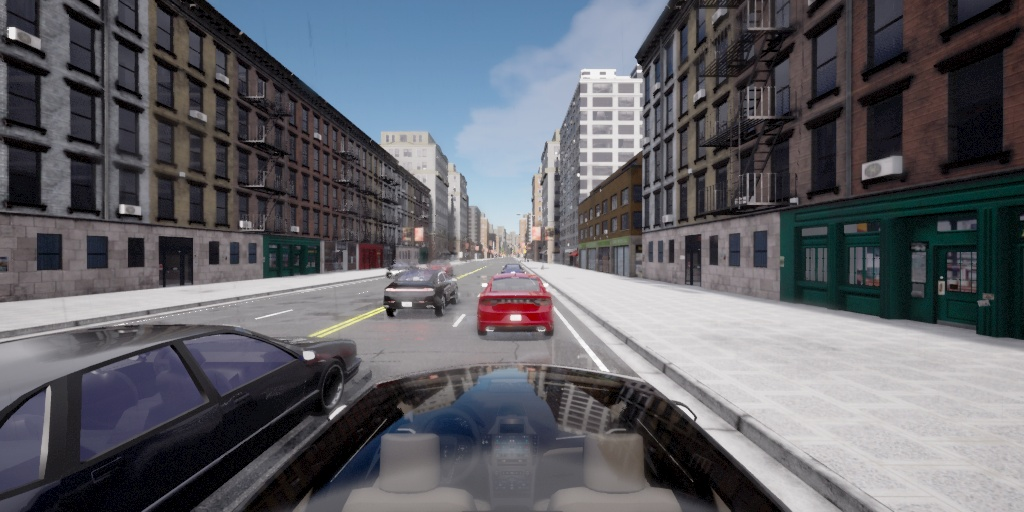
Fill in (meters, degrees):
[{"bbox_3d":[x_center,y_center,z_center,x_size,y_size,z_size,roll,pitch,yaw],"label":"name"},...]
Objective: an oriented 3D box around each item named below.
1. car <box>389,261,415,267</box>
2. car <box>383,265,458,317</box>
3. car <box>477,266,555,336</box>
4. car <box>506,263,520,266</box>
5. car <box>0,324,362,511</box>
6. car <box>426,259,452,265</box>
[{"bbox_3d":[-9.869,1.247,32.446,2.128,1.511,4.902,0,0,0],"label":"car"},{"bbox_3d":[-3.160,1.241,13.216,2.128,1.511,4.902,0,0,0],"label":"car"},{"bbox_3d":[0.093,1.227,10.475,1.882,1.535,5.008,0,0,0],"label":"car"},{"bbox_3d":[0.082,1.319,30.814,1.994,1.385,4.181,0,0,0],"label":"car"},{"bbox_3d":[-3.145,1.297,2.893,2.033,1.411,5.357,0,0,0],"label":"car"},{"bbox_3d":[-6.619,1.108,32.642,2.097,1.767,4.553,0,0,0],"label":"car"}]
